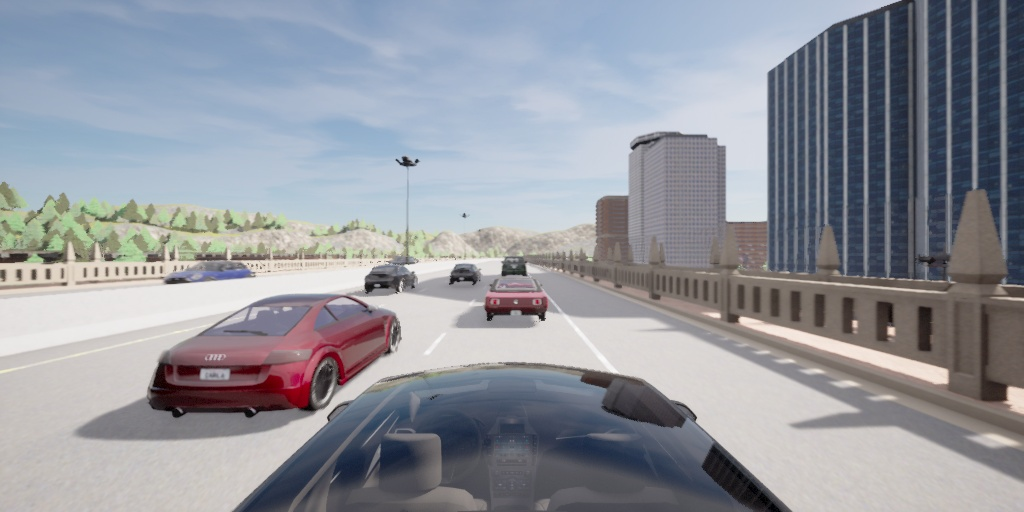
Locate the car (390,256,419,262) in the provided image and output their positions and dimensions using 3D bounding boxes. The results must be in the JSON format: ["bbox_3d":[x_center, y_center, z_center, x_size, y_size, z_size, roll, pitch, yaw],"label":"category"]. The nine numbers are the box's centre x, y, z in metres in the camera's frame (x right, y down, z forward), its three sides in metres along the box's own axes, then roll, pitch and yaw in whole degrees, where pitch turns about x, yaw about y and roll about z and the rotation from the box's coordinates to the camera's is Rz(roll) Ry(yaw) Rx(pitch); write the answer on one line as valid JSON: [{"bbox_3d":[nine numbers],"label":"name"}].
[{"bbox_3d":[-13.923,1.032,45.288,2.150,2.045,5.566,0,-1,1],"label":"car"}]

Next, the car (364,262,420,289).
[{"bbox_3d":[-6.856,1.261,20.669,1.837,1.490,4.892,0,0,0],"label":"car"}]

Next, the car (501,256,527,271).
[{"bbox_3d":[0.173,1.006,32.014,2.150,2.045,5.566,0,0,0],"label":"car"}]

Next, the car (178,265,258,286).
[{"bbox_3d":[-21.030,1.351,25.945,1.895,1.301,4.718,0,0,0],"label":"car"}]

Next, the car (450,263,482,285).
[{"bbox_3d":[-3.343,1.274,26.190,1.837,1.490,4.892,0,0,0],"label":"car"}]

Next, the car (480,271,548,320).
[{"bbox_3d":[0.124,1.355,12.523,1.895,1.301,4.718,0,0,0],"label":"car"}]

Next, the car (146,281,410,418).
[{"bbox_3d":[-3.371,1.311,6.070,1.994,1.385,4.181,0,0,0],"label":"car"}]

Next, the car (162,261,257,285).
[{"bbox_3d":[-17.546,1.097,20.973,2.097,1.767,4.553,0,0,0],"label":"car"}]
